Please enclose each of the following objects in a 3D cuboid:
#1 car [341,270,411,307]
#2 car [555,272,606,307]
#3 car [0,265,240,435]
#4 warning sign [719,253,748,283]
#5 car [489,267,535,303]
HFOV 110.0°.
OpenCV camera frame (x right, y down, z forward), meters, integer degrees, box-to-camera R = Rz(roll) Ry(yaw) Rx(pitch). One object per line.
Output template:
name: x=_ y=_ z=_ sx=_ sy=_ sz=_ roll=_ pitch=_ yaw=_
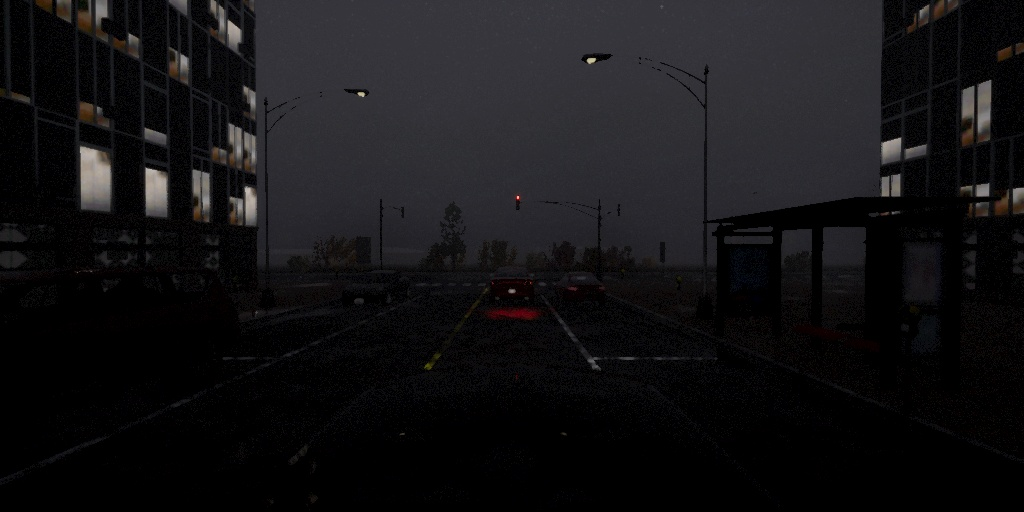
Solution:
car: x=-5.689 y=1.308 z=15.522 sx=1.948 sy=1.339 sz=4.313 roll=0 pitch=0 yaw=0
car: x=2.821 y=1.324 z=15.208 sx=1.802 sy=1.307 sz=4.207 roll=0 pitch=0 yaw=0
car: x=-5.689 y=1.063 z=4.172 sx=2.192 sy=1.841 sz=5.009 roll=0 pitch=0 yaw=0
warning sign: x=17.007 y=0.881 z=27.592 sx=1.060 sy=1.860 sz=1.300 roll=0 pitch=0 yaw=-1
car: x=0.000 y=1.227 z=16.503 sx=1.882 sy=1.535 sz=5.008 roll=0 pitch=0 yaw=0
